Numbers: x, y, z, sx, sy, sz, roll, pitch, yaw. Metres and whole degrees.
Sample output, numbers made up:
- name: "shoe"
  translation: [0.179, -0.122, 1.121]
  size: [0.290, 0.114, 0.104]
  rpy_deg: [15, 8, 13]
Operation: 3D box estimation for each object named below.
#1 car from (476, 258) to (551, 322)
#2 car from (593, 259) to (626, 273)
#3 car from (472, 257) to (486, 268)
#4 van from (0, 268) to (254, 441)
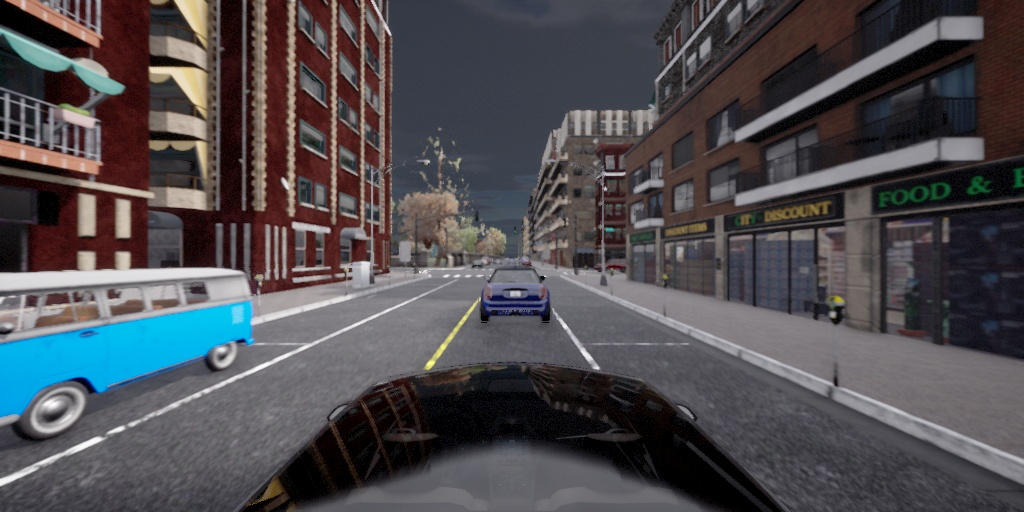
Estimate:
- name: "car"
  translation: [0.098, 1.090, 12.341]
  size: [2.097, 1.767, 4.553]
  rpy_deg: [0, 0, 0]
- name: "car"
  translation: [13.439, 1.314, 47.771]
  size: [5.009, 1.841, 2.192]
  rpy_deg: [0, 0, -1]
- name: "car"
  translation: [-5.703, 1.285, 60.107]
  size: [1.948, 1.339, 4.313]
  rpy_deg: [0, 0, 0]
- name: "van"
  translation: [-5.690, 1.087, 5.058]
  size: [1.690, 1.789, 3.998]
  rpy_deg: [0, 0, 0]
